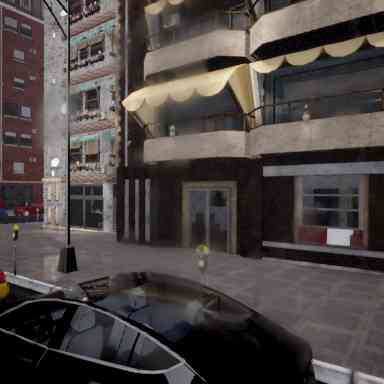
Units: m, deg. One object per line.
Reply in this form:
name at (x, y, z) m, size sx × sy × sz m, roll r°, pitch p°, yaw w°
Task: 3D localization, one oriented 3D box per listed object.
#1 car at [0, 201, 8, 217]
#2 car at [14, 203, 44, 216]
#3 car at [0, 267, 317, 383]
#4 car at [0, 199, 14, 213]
car at (-19.318, 1.814, 29.444) m, size 2.033 × 1.411 × 5.357 m, roll 0°, pitch -1°, yaw 35°
car at (-17.307, 1.931, 36.801) m, size 1.887 × 1.381 × 4.507 m, roll -1°, pitch -2°, yaw 35°
car at (-0.923, 1.566, 3.527) m, size 4.313 × 1.339 × 1.947 m, roll 0°, pitch 0°, yaw 35°
car at (-20.593, 1.598, 32.155) m, size 2.192 × 1.841 × 5.009 m, roll -1°, pitch -2°, yaw 35°
